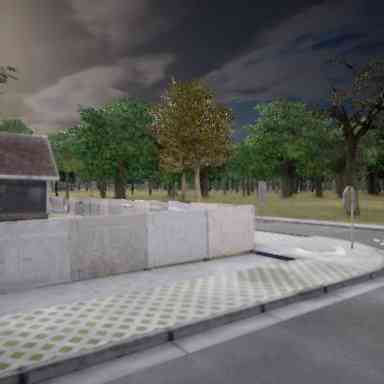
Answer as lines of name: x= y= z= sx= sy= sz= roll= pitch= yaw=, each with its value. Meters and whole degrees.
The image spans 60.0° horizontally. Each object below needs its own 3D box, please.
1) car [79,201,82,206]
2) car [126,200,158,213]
car: x=-16.211 y=1.515 z=48.562 sx=1.895 sy=1.301 sz=4.718 roll=1 pitch=-1 yaw=-36
car: x=-5.008 y=1.489 z=32.725 sx=1.994 sy=1.385 sz=4.181 roll=1 pitch=-1 yaw=-35
